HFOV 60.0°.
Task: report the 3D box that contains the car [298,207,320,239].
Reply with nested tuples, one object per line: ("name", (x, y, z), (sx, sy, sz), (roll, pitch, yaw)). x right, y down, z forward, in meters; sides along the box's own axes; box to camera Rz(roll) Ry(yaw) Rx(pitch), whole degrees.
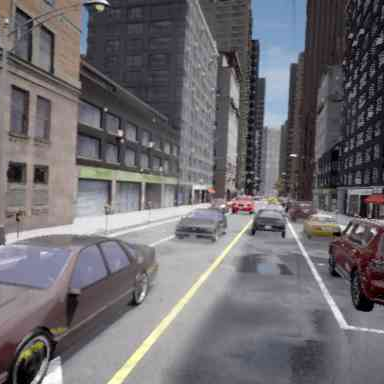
("car", (7.335, 1.846, 19.038), (1.752, 1.417, 4.829), (2, 0, 14))

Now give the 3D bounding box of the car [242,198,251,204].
("car", (12.455, 2.008, 75.765), (1.802, 1.307, 4.206), (2, 0, 14))

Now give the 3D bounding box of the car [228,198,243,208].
("car", (7.044, 1.737, 53.654), (1.752, 1.417, 4.829), (2, 0, 14))

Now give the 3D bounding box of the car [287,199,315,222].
("car", (9.990, 1.738, 29.847), (2.192, 1.841, 5.009), (2, 0, 14))

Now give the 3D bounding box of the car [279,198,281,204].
("car", (18.041, 2.280, 62.770), (1.887, 1.381, 4.507), (2, 0, 14))

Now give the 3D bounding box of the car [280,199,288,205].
("car", (23.413, 2.534, 84.719), (1.802, 1.307, 4.206), (2, 0, 14))

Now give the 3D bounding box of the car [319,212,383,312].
("car", (4.616, 1.532, 7.898), (2.192, 1.841, 5.009), (2, 0, 14))

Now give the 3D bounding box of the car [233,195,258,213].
("car", (5.818, 1.420, 37.450), (2.150, 2.045, 5.566), (3, 0, 14))

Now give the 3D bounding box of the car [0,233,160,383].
("car", (-2.134, 1.437, 5.349), (2.033, 1.411, 5.357), (3, 0, 14))

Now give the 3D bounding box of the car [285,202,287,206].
("car", (11.324, 2.025, 35.334), (2.008, 1.369, 4.403), (2, 0, 14))

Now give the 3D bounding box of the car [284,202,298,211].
("car", (15.353, 2.211, 51.796), (1.802, 1.307, 4.206), (2, 0, 14))

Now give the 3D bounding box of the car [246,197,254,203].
("car", (15.141, 2.118, 86.739), (1.802, 1.307, 4.206), (2, 0, 14))

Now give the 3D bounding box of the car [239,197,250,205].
("car", (11.117, 1.813, 70.279), (1.967, 1.590, 4.097), (2, 0, 14))

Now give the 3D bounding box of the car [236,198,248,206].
("car", (9.730, 1.843, 64.627), (1.752, 1.417, 4.829), (2, 0, 14))

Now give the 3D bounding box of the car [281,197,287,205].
("car", (14.021, 1.893, 46.311), (2.192, 1.841, 5.009), (2, 0, 14))

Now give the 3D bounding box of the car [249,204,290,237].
("car", (4.569, 1.709, 19.708), (1.812, 1.442, 4.674), (3, 0, 14))

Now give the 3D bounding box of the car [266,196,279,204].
("car", (18.784, 2.088, 77.728), (1.882, 1.535, 5.008), (3, 0, 14))

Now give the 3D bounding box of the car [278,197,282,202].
("car", (20.727, 2.424, 73.745), (1.802, 1.307, 4.206), (2, 0, 14))

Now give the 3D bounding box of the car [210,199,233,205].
("car", (3.057, 1.499, 37.358), (1.967, 1.590, 4.097), (2, 0, 14))

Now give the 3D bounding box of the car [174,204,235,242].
("car", (0.678, 1.545, 16.838), (2.033, 1.411, 5.357), (3, 0, 14))
